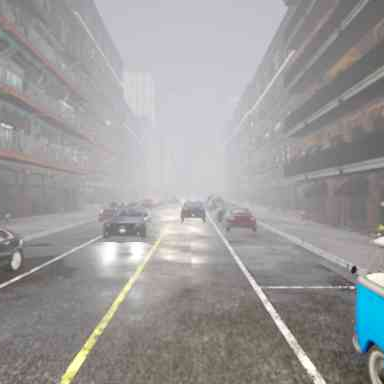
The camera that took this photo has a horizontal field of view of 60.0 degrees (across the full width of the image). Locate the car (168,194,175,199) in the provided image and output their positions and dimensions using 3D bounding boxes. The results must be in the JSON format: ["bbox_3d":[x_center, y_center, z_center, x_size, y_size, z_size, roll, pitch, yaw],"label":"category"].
[{"bbox_3d":[-5.680,1.380,93.250,1.802,1.307,4.206,1,0,0],"label":"car"}]

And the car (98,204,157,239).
[{"bbox_3d":[-3.106,1.522,16.798,1.994,1.385,4.181,0,0,0],"label":"car"}]

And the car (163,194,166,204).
[{"bbox_3d":[-5.663,1.420,53.457,1.887,1.381,4.507,1,0,0],"label":"car"}]

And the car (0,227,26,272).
[{"bbox_3d":[-5.669,1.530,7.979,2.008,1.369,4.403,1,0,0],"label":"car"}]

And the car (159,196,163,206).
[{"bbox_3d":[-5.661,1.413,47.601,1.752,1.417,4.829,1,0,0],"label":"car"}]

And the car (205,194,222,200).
[{"bbox_3d":[2.691,1.354,36.466,1.967,1.590,4.097,1,0,0],"label":"car"}]

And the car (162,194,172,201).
[{"bbox_3d":[-5.671,1.270,76.196,1.967,1.590,4.097,1,0,0],"label":"car"}]

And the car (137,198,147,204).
[{"bbox_3d":[-5.655,1.492,30.718,1.947,1.339,4.313,1,0,0],"label":"car"}]

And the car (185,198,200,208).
[{"bbox_3d":[0.082,1.492,46.222,1.895,1.301,4.718,0,0,0],"label":"car"}]

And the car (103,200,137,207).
[{"bbox_3d":[-5.651,1.379,25.033,1.967,1.590,4.097,1,0,0],"label":"car"}]

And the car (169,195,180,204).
[{"bbox_3d":[-3.057,1.371,59.478,1.837,1.490,4.892,0,0,1],"label":"car"}]

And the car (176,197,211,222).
[{"bbox_3d":[0.090,1.430,25.988,2.128,1.511,4.902,0,0,0],"label":"car"}]

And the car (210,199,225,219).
[{"bbox_3d":[2.694,1.505,25.097,1.947,1.339,4.313,1,0,0],"label":"car"}]

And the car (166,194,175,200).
[{"bbox_3d":[-5.677,1.359,87.564,2.008,1.369,4.403,1,0,0],"label":"car"}]

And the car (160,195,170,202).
[{"bbox_3d":[-5.670,1.366,70.340,1.752,1.417,4.829,1,0,0],"label":"car"}]

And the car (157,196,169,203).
[{"bbox_3d":[-5.668,1.418,64.826,1.947,1.339,4.313,1,0,0],"label":"car"}]

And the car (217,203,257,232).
[{"bbox_3d":[2.696,1.535,19.412,1.802,1.307,4.206,1,0,0],"label":"car"}]

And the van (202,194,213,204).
[{"bbox_3d":[2.684,1.205,59.204,1.690,1.788,3.998,1,0,0],"label":"van"}]

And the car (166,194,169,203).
[{"bbox_3d":[-5.666,1.389,58.971,1.752,1.417,4.829,1,0,0],"label":"car"}]

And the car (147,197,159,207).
[{"bbox_3d":[-5.660,1.445,42.087,1.887,1.381,4.507,1,0,0],"label":"car"}]

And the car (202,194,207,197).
[{"bbox_3d":[2.692,1.216,42.149,2.192,1.841,5.009,1,0,0],"label":"car"}]

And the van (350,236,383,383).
[{"bbox_3d":[2.707,1.335,2.358,1.690,1.788,3.998,1,0,0],"label":"van"}]
